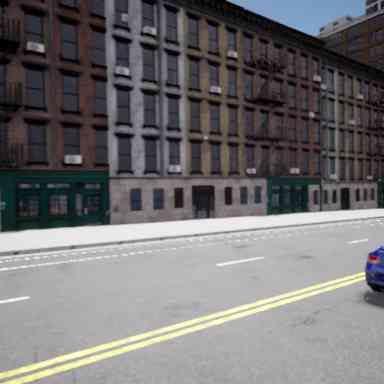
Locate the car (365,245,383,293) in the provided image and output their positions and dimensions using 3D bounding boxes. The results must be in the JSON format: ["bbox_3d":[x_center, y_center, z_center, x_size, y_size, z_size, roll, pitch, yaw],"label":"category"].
[{"bbox_3d":[5.705,1.496,7.507,4.674,1.442,1.812,0,0,-35],"label":"car"}]
